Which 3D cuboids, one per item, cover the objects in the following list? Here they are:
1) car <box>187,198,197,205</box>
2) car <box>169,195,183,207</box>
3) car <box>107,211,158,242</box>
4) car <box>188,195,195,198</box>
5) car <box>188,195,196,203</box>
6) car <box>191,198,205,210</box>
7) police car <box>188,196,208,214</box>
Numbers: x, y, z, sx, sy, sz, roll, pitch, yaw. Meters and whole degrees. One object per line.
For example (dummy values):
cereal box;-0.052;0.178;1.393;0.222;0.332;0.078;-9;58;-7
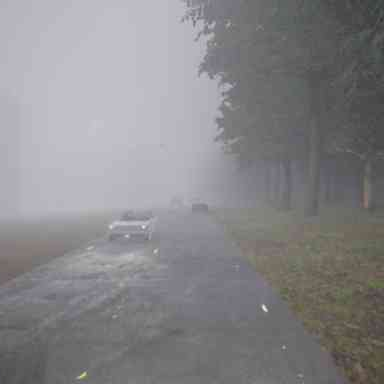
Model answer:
car;0.012;1.947;72.223;2.033;1.411;5.357;0;-1;0
car;-2.792;1.575;58.099;2.150;2.045;5.566;0;-1;1
car;-2.848;1.641;16.824;1.895;1.301;4.718;0;0;0
car;0.832;1.649;53.705;2.097;1.767;4.553;0;-1;0
car;0.015;1.960;91.760;2.150;2.045;5.566;0;-1;0
car;0.832;1.706;47.731;1.882;1.535;5.008;0;-1;0
police car;0.831;1.566;37.839;1.930;1.638;5.238;0;0;0
